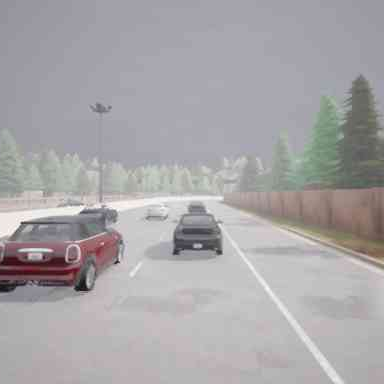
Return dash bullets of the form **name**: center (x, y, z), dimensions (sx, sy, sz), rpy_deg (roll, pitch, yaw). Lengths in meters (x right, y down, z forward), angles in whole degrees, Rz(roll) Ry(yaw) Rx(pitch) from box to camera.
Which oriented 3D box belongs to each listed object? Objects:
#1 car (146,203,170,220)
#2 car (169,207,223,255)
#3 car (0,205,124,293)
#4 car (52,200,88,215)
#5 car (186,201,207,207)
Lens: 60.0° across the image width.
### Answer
- **car**: center (-3.076, 1.727, 30.725), dimensions (1.812, 1.442, 4.674), rpy_deg (0, 0, 1)
- **car**: center (0.227, 1.602, 13.842), dimensions (1.837, 1.490, 4.892), rpy_deg (0, 0, 1)
- **car**: center (-3.321, 1.406, 9.214), dimensions (2.097, 1.767, 4.553), rpy_deg (0, 0, 1)
- **car**: center (-13.648, 1.711, 37.455), dimensions (2.128, 1.511, 4.902), rpy_deg (0, 0, 1)
- **car**: center (0.466, 1.743, 34.532), dimensions (1.837, 1.490, 4.892), rpy_deg (0, 0, 1)
